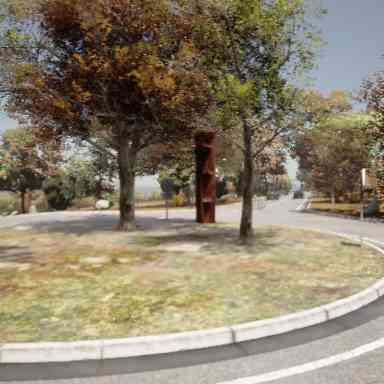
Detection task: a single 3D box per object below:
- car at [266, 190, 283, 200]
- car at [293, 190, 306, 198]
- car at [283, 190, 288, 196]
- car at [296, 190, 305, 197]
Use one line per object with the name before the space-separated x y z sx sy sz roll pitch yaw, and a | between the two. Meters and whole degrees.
car | 14.250 0.659 58.249 1.837 1.490 4.892 0 1 21
car | 21.939 0.466 68.566 2.033 1.411 5.357 0 1 21
car | 20.137 0.217 73.704 2.033 1.411 5.357 0 1 21
car | 25.618 0.256 78.313 1.882 1.535 5.008 0 0 21
